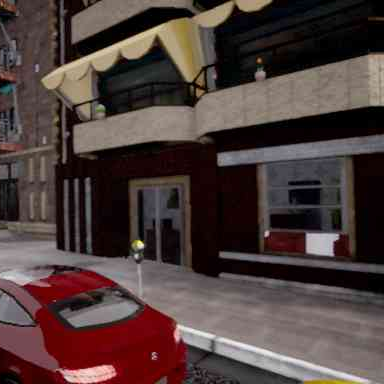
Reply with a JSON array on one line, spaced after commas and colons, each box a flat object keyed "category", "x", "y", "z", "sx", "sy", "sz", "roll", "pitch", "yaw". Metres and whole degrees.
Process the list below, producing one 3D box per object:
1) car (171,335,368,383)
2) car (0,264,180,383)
[{"category": "car", "x": 2.369, "y": 1.522, "z": 1.057, "sx": 4.829, "sy": 1.417, "sz": 1.752, "roll": 0, "pitch": -2, "yaw": 36}, {"category": "car", "x": -1.995, "y": 1.592, "z": 4.167, "sx": 4.206, "sy": 1.307, "sz": 1.802, "roll": 0, "pitch": -2, "yaw": 36}]
